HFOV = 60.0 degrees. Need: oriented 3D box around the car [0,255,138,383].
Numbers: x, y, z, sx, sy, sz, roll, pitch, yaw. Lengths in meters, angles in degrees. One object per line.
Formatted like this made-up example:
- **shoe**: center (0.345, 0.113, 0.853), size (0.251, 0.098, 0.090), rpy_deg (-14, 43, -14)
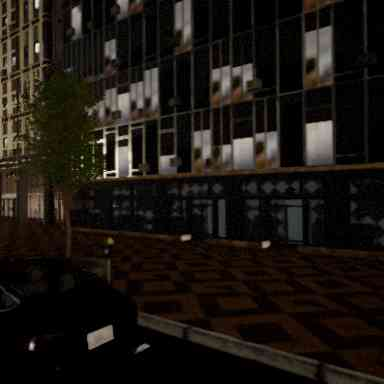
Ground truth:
- **car**: center (-2.673, 1.611, 4.786), size (4.313, 1.339, 1.947), rpy_deg (-1, -1, 36)
